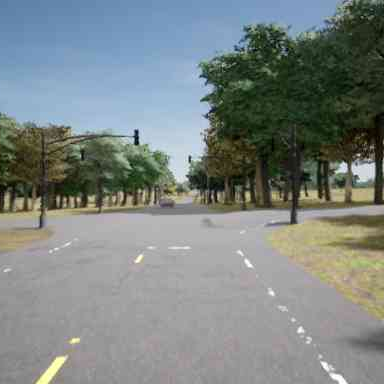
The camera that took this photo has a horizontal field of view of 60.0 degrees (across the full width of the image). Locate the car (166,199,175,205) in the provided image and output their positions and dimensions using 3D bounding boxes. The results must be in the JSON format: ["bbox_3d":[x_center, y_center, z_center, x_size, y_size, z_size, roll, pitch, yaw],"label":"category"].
[{"bbox_3d":[-4.583,2.213,71.915,1.895,1.301,4.718,0,-1,-1],"label":"car"}]

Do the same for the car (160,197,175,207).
[{"bbox_3d":[-4.295,1.722,57.051,2.097,1.767,4.553,0,-1,-1],"label":"car"}]
